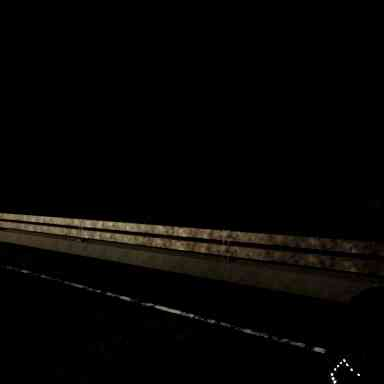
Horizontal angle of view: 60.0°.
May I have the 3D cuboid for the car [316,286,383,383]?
[{"bbox_3d":[3.504,1.223,1.493,5.566,2.045,2.150,0,0,35],"label":"car"}]
